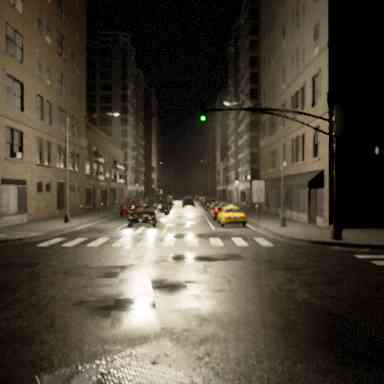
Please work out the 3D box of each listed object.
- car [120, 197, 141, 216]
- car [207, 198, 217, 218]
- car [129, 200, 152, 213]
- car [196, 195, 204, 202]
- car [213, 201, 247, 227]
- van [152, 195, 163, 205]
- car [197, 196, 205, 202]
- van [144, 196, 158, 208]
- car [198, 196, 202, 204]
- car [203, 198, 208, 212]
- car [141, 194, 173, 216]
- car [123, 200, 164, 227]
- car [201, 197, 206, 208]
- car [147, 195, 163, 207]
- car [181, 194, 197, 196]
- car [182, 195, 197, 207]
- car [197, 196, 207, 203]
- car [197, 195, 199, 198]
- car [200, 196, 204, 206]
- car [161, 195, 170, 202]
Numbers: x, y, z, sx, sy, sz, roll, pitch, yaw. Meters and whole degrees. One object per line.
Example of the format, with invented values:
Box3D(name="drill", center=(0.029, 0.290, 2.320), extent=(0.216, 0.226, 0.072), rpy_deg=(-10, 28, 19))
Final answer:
Box3D(name="car", center=(-5.970, 1.392, 33.923), extent=(2.192, 1.841, 5.009), rpy_deg=(0, 0, -1))
Box3D(name="car", center=(2.621, 1.505, 28.499), extent=(1.967, 1.590, 4.097), rpy_deg=(0, 0, -1))
Box3D(name="car", center=(-6.037, 1.638, 39.448), extent=(2.008, 1.369, 4.403), rpy_deg=(0, 0, -1))
Box3D(name="car", center=(1.953, 1.591, 83.754), extent=(1.967, 1.590, 4.097), rpy_deg=(0, 0, -1))
Box3D(name="car", center=(2.687, 1.579, 23.144), extent=(1.752, 1.417, 4.829), rpy_deg=(0, 0, -1))
Box3D(name="van", center=(-6.302, 1.465, 61.549), extent=(1.690, 1.788, 3.998), rpy_deg=(0, 0, -1))
Box3D(name="car", center=(2.020, 1.725, 78.229), extent=(1.802, 1.307, 4.206), rpy_deg=(0, 0, -1))
Box3D(name="van", center=(-6.171, 1.448, 50.499), extent=(1.690, 1.788, 3.998), rpy_deg=(0, 0, -1))
Box3D(name="car", center=(2.355, 1.657, 50.601), extent=(2.008, 1.369, 4.403), rpy_deg=(0, 0, -1))
Box3D(name="car", center=(2.555, 1.627, 34.024), extent=(2.008, 1.369, 4.403), rpy_deg=(0, 0, -1))
Box3D(name="car", center=(-3.382, 1.299, 33.591), extent=(2.150, 2.045, 5.566), rpy_deg=(0, 0, 0))
Box3D(name="car", center=(-3.262, 1.559, 23.329), extent=(1.837, 1.490, 4.892), rpy_deg=(0, 0, -1))
Box3D(name="car", center=(2.488, 1.652, 39.550), extent=(1.947, 1.339, 4.313), rpy_deg=(0, 0, -1))
Box3D(name="car", center=(-6.237, 1.430, 56.025), extent=(2.192, 1.841, 5.009), rpy_deg=(0, 0, -1))
Box3D(name="car", center=(-0.646, 1.616, 62.506), extent=(2.128, 1.511, 4.902), rpy_deg=(0, 0, -1))
Box3D(name="car", center=(-0.526, 1.635, 52.471), extent=(1.812, 1.442, 4.674), rpy_deg=(0, 0, -1))
Box3D(name="car", center=(2.087, 1.688, 72.703), extent=(2.008, 1.369, 4.403), rpy_deg=(0, 0, -1))
Box3D(name="car", center=(2.154, 1.681, 67.178), extent=(2.008, 1.369, 4.403), rpy_deg=(0, 0, -1))
Box3D(name="car", center=(2.421, 1.641, 45.076), extent=(1.887, 1.381, 4.507), rpy_deg=(0, 0, -1))
Box3D(name="car", center=(-6.572, 1.592, 83.652), extent=(1.967, 1.590, 4.097), rpy_deg=(0, 0, -1))
